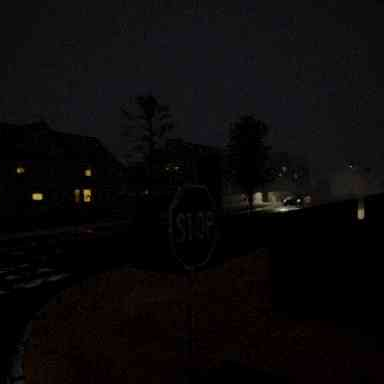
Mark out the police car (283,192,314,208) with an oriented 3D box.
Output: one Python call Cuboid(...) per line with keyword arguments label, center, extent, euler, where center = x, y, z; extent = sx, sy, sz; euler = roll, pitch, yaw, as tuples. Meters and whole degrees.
Cuboid(label="police car", center=(11.060, 0.781, 34.617), extent=(2.038, 1.542, 4.974), euler=(-1, 0, 36))
